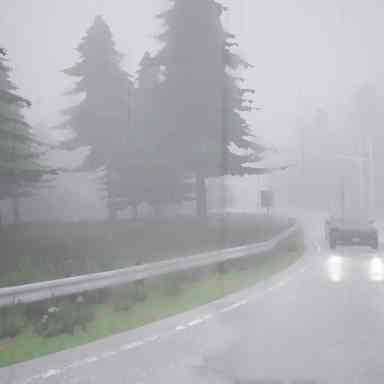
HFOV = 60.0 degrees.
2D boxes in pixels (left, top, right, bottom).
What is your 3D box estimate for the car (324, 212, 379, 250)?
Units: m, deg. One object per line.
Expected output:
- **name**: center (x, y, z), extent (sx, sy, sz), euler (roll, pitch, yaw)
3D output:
- **car**: center (7.376, 1.701, 15.745), extent (1.882, 1.535, 5.008), euler (-2, -2, 19)
